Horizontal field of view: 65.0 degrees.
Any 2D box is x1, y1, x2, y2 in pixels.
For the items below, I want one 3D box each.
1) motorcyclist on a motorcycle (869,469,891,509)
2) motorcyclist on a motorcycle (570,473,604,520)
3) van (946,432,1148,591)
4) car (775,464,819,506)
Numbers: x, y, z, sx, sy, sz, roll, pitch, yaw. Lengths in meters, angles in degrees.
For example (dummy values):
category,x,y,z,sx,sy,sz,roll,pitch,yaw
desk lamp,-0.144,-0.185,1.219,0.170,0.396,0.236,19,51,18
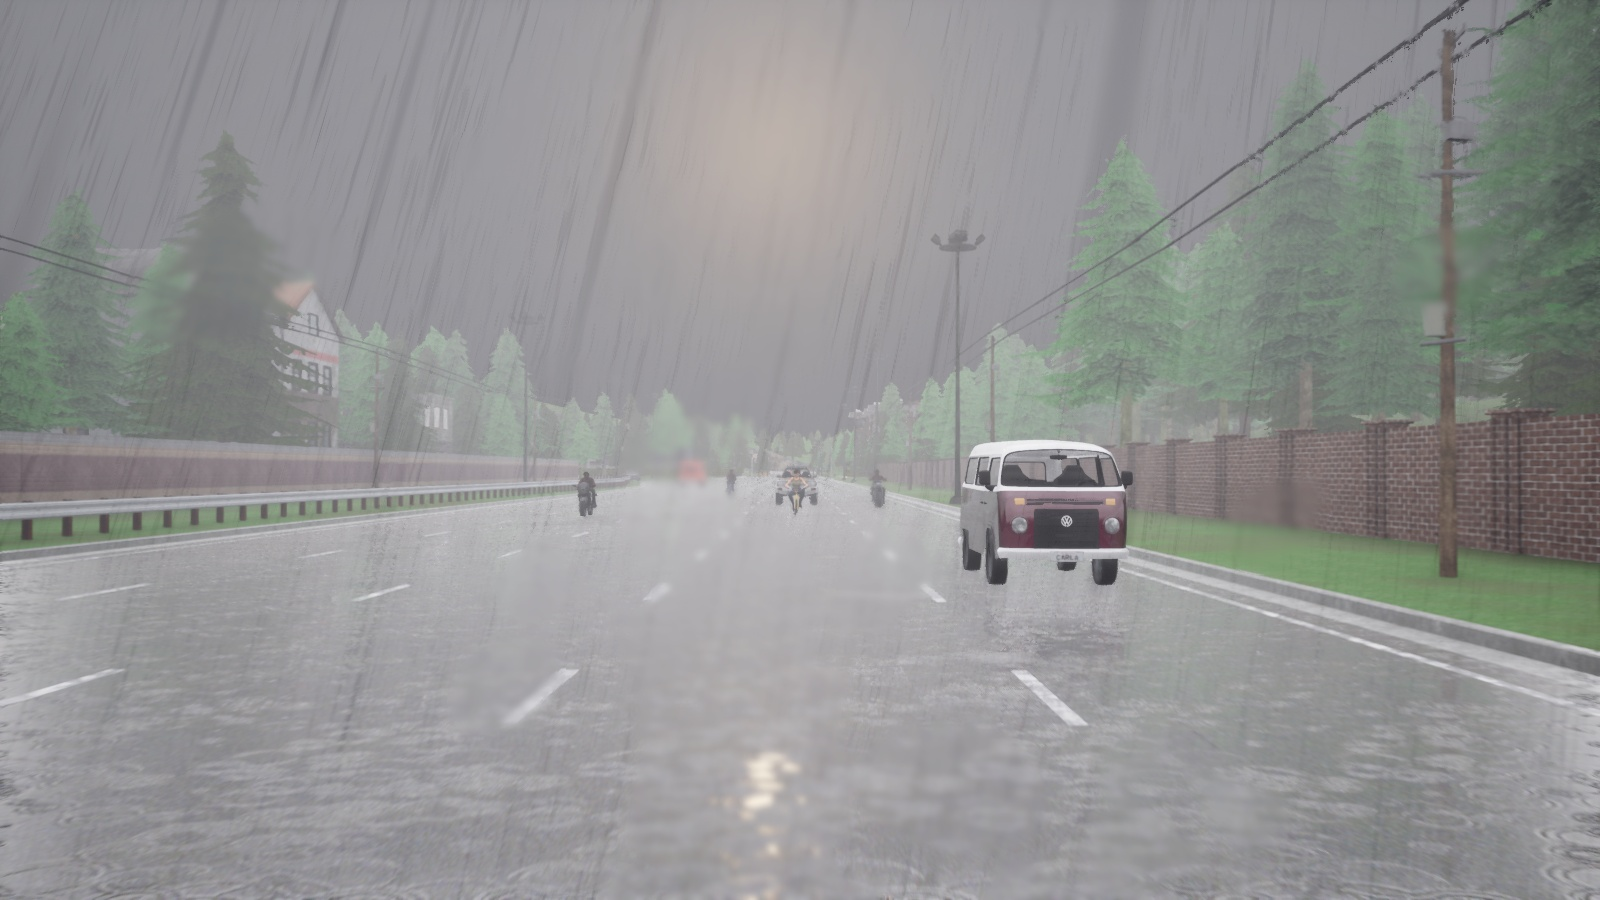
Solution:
category,x,y,z,sx,sy,sz,roll,pitch,yaw
motorcyclist on a motorcycle,3.373,1.638,52.974,0.766,1.649,2.350,0,-1,0
motorcyclist on a motorcycle,-7.101,1.526,41.892,0.797,1.523,2.044,0,-1,0
van,3.454,0.834,18.478,2.069,2.038,4.480,0,-1,0
car,-0.142,1.611,58.373,1.932,1.855,4.605,0,-2,0
